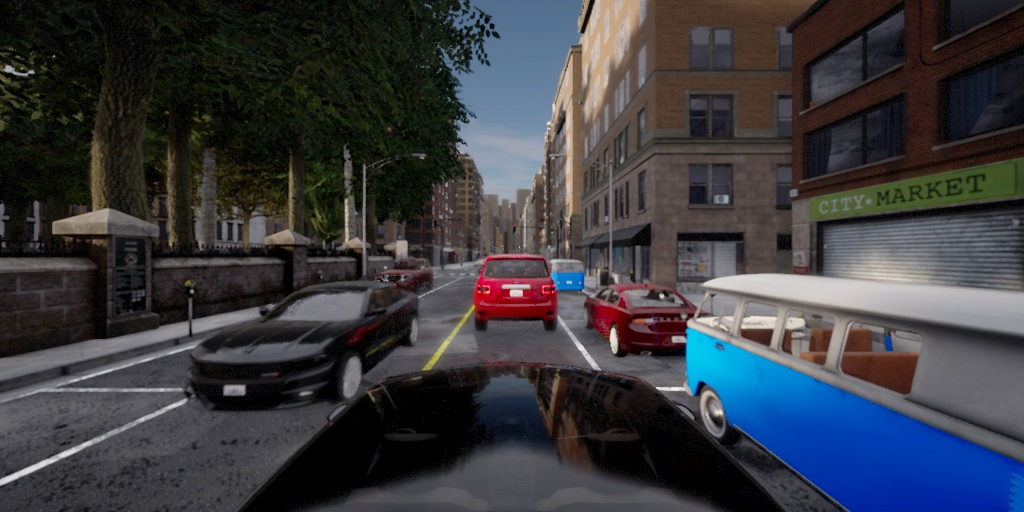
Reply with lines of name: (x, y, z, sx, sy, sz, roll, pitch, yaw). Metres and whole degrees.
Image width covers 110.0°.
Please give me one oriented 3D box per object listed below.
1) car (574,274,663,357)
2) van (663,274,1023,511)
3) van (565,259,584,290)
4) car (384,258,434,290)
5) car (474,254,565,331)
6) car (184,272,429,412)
car: (2.856, 1.292, 8.367, 1.888, 1.381, 4.507, 0, 0, 0)
van: (2.856, 1.090, 2.706, 1.690, 1.789, 3.998, 0, 0, 0)
van: (2.855, 1.079, 19.688, 1.690, 1.789, 3.998, 0, 0, 0)
car: (-5.669, 1.053, 19.647, 2.192, 1.841, 5.009, 0, 0, 0)
car: (0.096, 0.967, 11.126, 2.150, 2.045, 5.566, 0, 0, 0)
car: (-3.100, 1.225, 6.504, 1.882, 1.535, 5.008, 0, 0, 0)
